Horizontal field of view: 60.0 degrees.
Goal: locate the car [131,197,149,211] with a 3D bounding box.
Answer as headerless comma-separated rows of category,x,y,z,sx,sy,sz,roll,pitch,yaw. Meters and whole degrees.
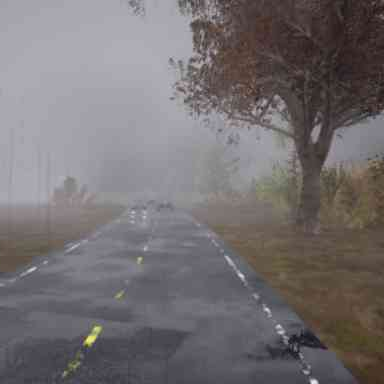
car,-6.931,1.646,43.681,1.837,1.490,4.892,0,0,-10

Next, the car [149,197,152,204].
car,-7.607,1.682,62.506,1.882,1.535,5.008,0,0,-14

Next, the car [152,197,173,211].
car,-3.687,1.486,43.492,2.097,1.767,4.553,0,0,-9
